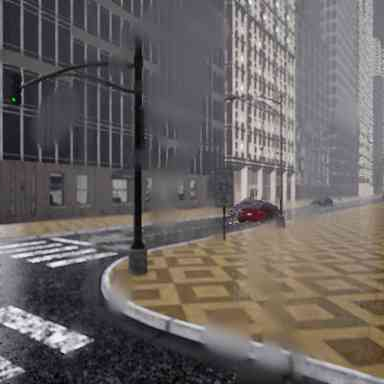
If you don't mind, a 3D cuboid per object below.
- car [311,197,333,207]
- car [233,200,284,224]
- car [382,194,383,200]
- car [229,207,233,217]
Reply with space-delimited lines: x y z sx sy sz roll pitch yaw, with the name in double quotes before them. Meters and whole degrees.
"car" 18.413 1.344 46.832 2.033 1.411 5.357 0 0 37
"car" 4.999 1.446 23.666 1.994 1.385 4.181 0 0 37
"car" 48.169 0.986 81.981 2.097 1.767 4.553 0 0 37
"car" 5.000 1.391 28.847 1.812 1.442 4.674 0 0 36
